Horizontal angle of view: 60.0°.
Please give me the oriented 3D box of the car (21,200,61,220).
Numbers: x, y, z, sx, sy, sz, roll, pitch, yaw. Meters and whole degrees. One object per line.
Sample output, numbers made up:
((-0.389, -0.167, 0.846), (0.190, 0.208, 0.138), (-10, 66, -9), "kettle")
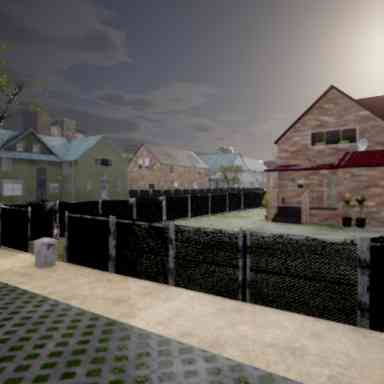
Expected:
((-8.752, 1.161, 19.944), (2.033, 1.411, 5.357), (0, 2, 37), "car")

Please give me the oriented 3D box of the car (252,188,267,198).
((9.554, 0.206, 44.338), (2.097, 1.767, 4.553), (0, 1, 37), "car")
